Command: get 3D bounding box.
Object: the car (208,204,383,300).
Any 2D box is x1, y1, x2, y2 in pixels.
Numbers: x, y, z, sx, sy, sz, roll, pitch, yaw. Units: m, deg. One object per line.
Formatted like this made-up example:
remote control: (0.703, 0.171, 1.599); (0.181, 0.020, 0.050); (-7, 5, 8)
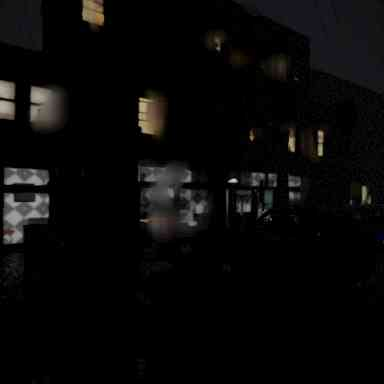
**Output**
car: (2.794, 1.288, 8.528); (5.009, 1.841, 2.192); (0, 1, -35)
